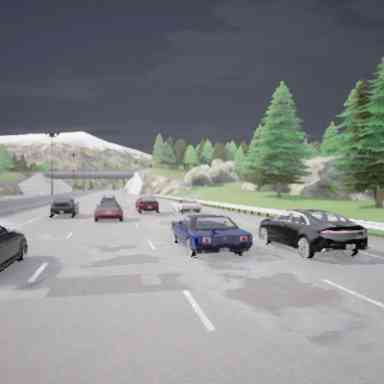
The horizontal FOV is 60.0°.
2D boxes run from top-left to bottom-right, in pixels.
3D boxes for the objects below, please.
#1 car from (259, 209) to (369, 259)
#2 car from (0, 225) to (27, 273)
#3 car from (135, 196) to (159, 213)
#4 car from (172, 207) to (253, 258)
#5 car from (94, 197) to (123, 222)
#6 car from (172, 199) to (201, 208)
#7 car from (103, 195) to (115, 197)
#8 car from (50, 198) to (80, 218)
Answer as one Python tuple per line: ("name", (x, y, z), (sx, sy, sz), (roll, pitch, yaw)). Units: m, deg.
("car", (4.121, 1.372, 12.161), (2.128, 1.511, 4.902), (0, 1, -13))
("car", (-5.908, 1.477, 8.921), (1.994, 1.385, 4.181), (0, 1, -13))
("car", (-4.341, 1.169, 31.849), (1.882, 1.535, 5.008), (0, 0, -14))
("car", (0.480, 1.479, 12.387), (1.895, 1.301, 4.718), (0, 1, -13))
("car", (-6.084, 1.328, 24.359), (1.994, 1.385, 4.181), (0, 1, -14))
("car", (-0.594, 1.297, 31.290), (1.895, 1.301, 4.718), (0, 1, -14))
("car", (-10.235, 1.095, 41.006), (2.128, 1.511, 4.902), (0, 1, -14))
("car", (-10.487, 1.237, 27.562), (1.837, 1.490, 4.892), (0, 0, -14))
